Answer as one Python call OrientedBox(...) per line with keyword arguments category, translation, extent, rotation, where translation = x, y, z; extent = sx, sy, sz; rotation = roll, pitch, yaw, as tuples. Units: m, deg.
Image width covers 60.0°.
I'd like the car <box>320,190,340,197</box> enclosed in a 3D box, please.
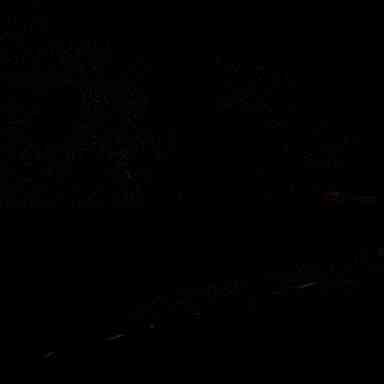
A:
OrientedBox(category="car", translation=(33.708, 0.321, 81.176), extent=(2.097, 1.767, 4.553), rotation=(2, -2, -35))
